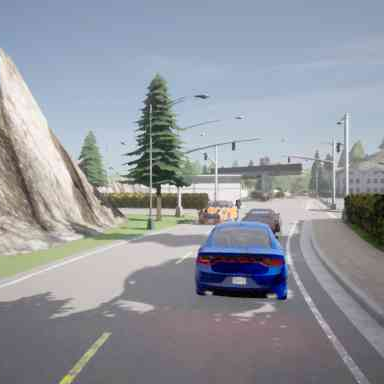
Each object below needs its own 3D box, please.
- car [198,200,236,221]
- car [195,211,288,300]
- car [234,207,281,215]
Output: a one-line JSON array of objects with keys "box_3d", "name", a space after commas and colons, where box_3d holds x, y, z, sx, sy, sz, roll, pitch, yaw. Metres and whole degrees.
[{"box_3d": [2.011, 1.362, 24.302, 2.097, 1.767, 4.553, 0, 0, 19], "name": "car"}, {"box_3d": [1.304, 1.478, 8.553, 1.882, 1.535, 5.008, 0, 0, 10], "name": "car"}, {"box_3d": [3.720, 1.564, 17.739, 1.994, 1.385, 4.181, 0, 0, 17], "name": "car"}]
